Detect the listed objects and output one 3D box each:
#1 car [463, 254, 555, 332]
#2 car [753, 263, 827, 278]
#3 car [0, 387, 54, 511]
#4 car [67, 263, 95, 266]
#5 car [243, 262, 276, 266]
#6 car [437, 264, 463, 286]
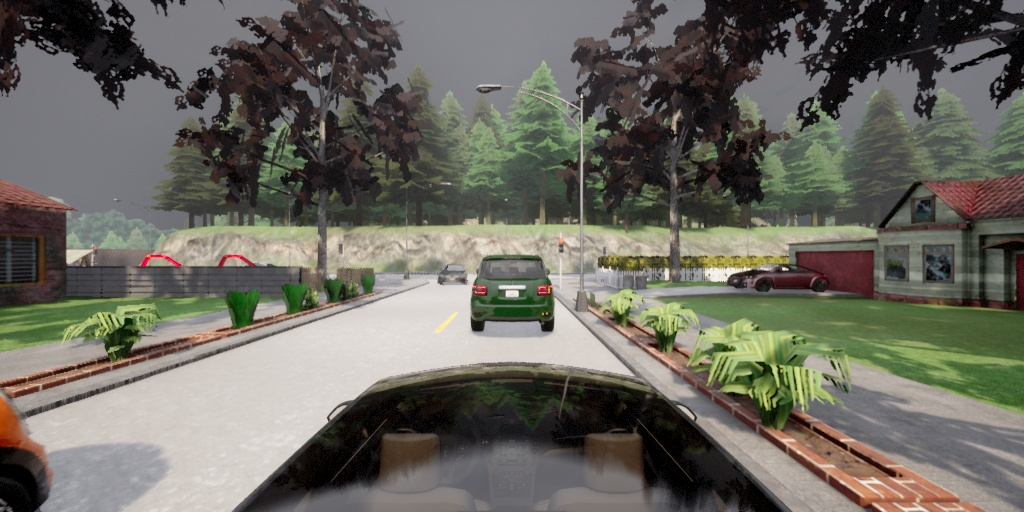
[{"bbox_3d":[0.030,0.974,11.045,2.150,2.045,5.566,0,0,1],"label":"car"},{"bbox_3d":[29.115,0.983,37.680,5.566,2.045,2.150,0,0,0],"label":"car"},{"bbox_3d":[-4.101,1.101,0.336,2.097,1.767,4.553,0,0,0],"label":"car"},{"bbox_3d":[-40.566,1.324,33.616,4.181,1.385,1.994,0,0,0],"label":"car"},{"bbox_3d":[-23.248,1.286,33.558,4.674,1.442,1.812,0,0,0],"label":"car"},{"bbox_3d":[-4.118,1.283,25.842,1.812,1.442,4.674,1,0,-5],"label":"car"}]
